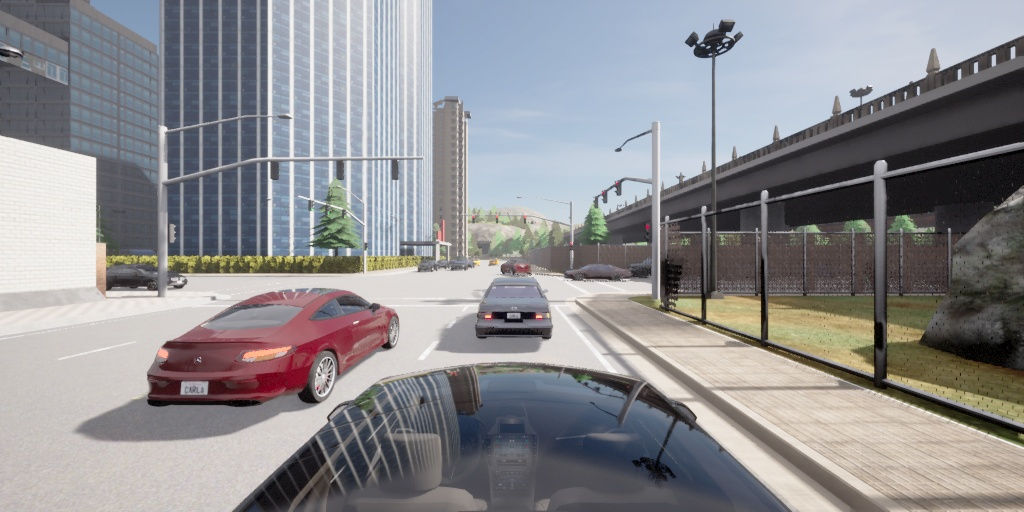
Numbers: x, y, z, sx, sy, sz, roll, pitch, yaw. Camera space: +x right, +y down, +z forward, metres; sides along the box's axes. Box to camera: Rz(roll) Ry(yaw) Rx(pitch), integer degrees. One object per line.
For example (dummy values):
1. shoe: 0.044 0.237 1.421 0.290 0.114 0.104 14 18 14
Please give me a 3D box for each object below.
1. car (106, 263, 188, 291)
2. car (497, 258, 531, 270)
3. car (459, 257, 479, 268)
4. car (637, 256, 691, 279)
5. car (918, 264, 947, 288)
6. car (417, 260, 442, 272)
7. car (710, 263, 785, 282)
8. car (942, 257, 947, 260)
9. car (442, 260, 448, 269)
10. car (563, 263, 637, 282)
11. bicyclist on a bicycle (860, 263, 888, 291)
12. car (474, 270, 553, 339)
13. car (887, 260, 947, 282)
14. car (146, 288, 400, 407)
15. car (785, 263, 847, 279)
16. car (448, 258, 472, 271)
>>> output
1. car: -22.584 1.331 21.840 4.674 1.442 1.812 0 0 0
2. car: 0.362 1.109 38.765 2.097 1.767 4.553 1 0 -21
3. car: -7.186 1.297 58.783 2.033 1.411 5.357 0 0 0
4. car: 13.289 1.027 32.667 5.566 2.045 2.150 0 0 0
5. car: 28.910 1.353 22.035 5.357 1.411 2.033 0 0 0
6. car: -10.680 1.255 45.772 1.837 1.490 4.892 0 0 0
7. car: 18.805 1.297 29.191 4.902 1.511 2.128 0 0 0
8. car: 40.898 1.025 32.745 5.566 2.045 2.150 0 0 0
9. car: -10.693 1.276 55.011 1.812 1.442 4.674 0 0 0
10. car: 6.922 1.346 29.145 5.357 1.411 2.033 0 0 0
11. bicyclist on a bicycle: 18.266 1.106 18.208 0.582 1.620 1.656 0 0 0
12. car: 0.079 1.297 10.031 2.033 1.411 5.357 0 0 1
13. car: 33.281 1.309 29.242 4.892 1.490 1.837 0 0 0
14. car: -3.450 1.276 6.211 1.812 1.442 4.674 0 0 0
15. car: 27.343 1.353 32.725 5.357 1.411 2.033 0 0 0
16. car: -7.180 1.314 49.545 1.994 1.385 4.181 0 0 0
